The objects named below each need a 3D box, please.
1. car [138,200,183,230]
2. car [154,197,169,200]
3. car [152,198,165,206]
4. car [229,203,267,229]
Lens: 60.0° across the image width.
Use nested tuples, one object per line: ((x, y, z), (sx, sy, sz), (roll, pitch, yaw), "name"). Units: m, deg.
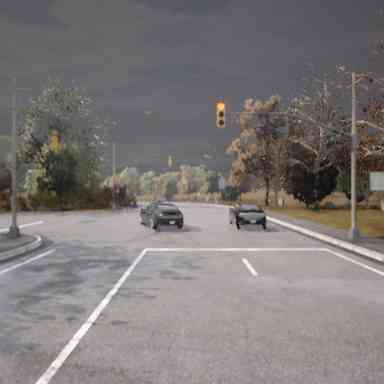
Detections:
((-2.091, 1.483, 21.338), (1.837, 1.490, 4.892), (1, 0, -23), "car")
((-4.533, 1.444, 48.945), (2.097, 1.767, 4.553), (0, -1, -5), "car")
((-6.491, 1.934, 64.572), (2.033, 1.411, 5.357), (0, -1, -10), "car")
((3.524, 1.469, 21.548), (2.128, 1.511, 4.902), (0, 0, 0), "car")
